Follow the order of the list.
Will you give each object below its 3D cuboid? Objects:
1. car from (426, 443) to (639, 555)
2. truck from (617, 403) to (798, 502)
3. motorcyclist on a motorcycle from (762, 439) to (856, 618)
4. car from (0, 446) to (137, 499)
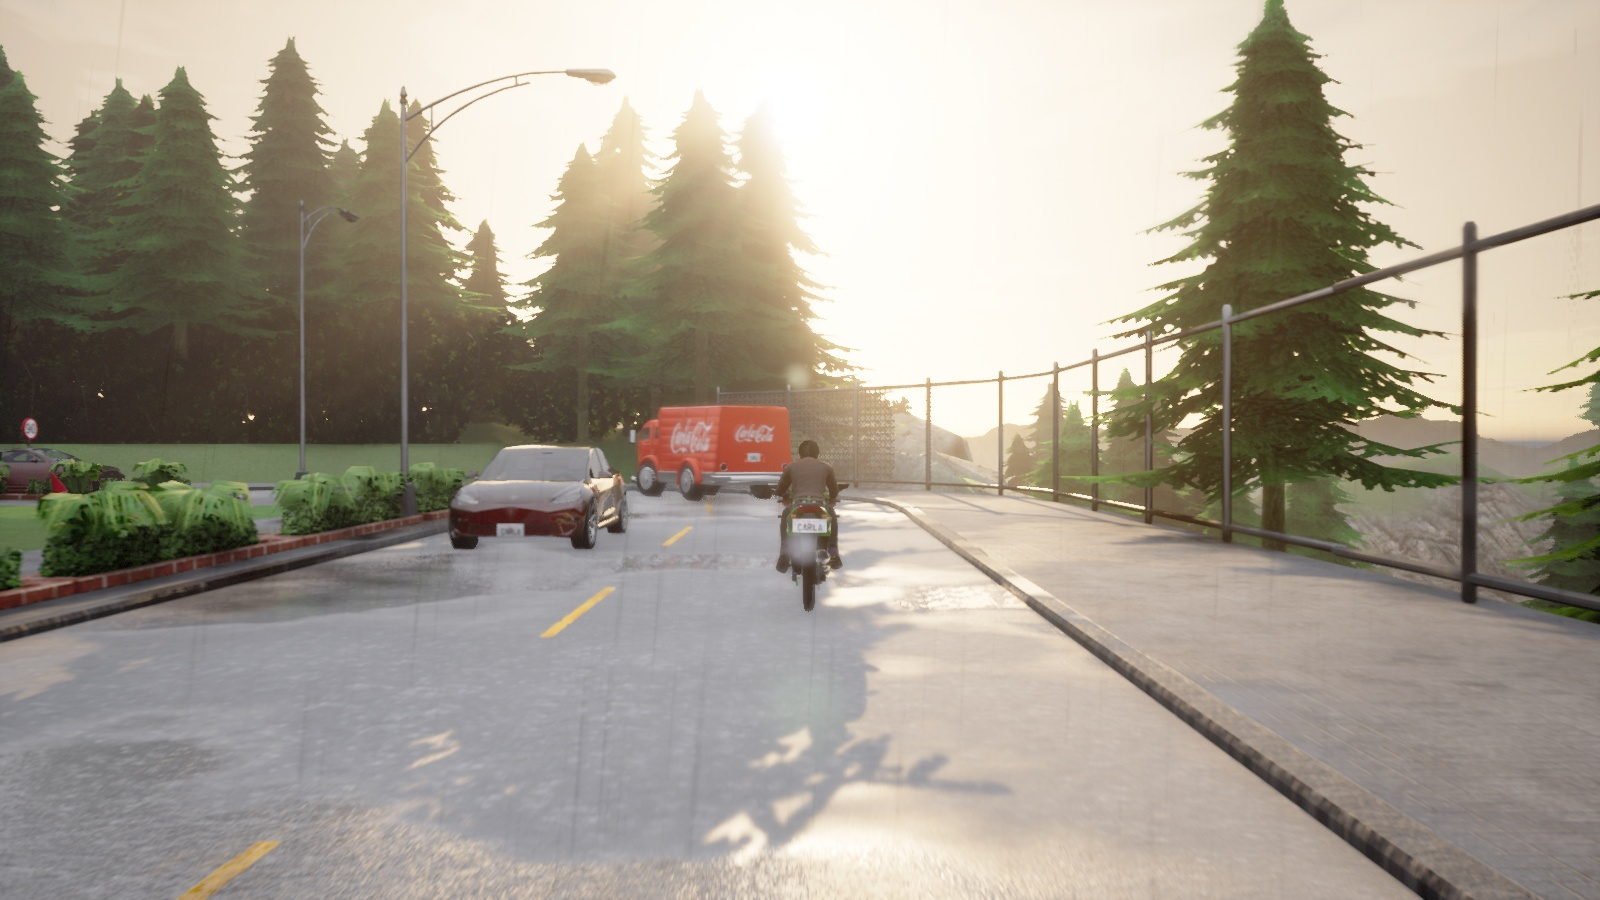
[{"bbox_3d":[-3.850,0.636,19.041,2.163,1.488,4.792,0,0,1],"label":"car"},{"bbox_3d":[-2.621,0.066,34.103,2.627,2.467,5.204,0,0,-34],"label":"truck"},{"bbox_3d":[0.082,0.663,11.705,0.797,1.523,2.044,0,0,0],"label":"motorcyclist on a motorcycle"},{"bbox_3d":[-20.607,0.602,34.066,4.181,1.385,1.994,0,0,0],"label":"car"}]
